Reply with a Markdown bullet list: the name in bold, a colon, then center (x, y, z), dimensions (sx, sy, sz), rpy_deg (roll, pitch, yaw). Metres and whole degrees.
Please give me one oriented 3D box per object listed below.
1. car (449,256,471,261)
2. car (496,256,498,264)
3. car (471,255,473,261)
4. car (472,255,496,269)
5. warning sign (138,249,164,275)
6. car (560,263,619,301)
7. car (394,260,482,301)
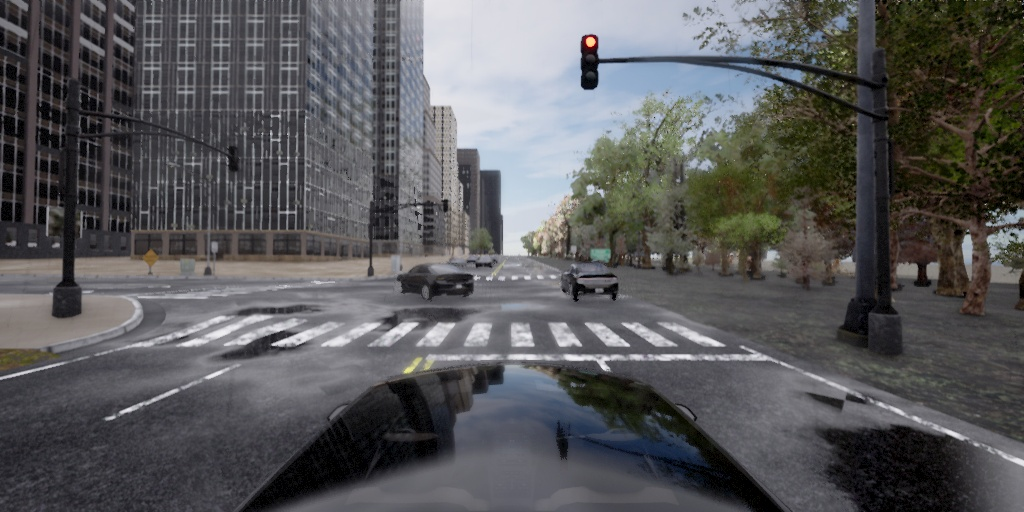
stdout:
- **car**: center (-6.581, 0.823, 43.447), dimensions (1.994, 1.385, 4.181), rpy_deg (0, 1, 0)
- **car**: center (-3.304, 0.666, 59.981), dimensions (1.895, 1.301, 4.718), rpy_deg (0, 1, 0)
- **car**: center (-6.548, 0.604, 60.688), dimensions (2.033, 1.411, 5.357), rpy_deg (0, 1, 1)
- **car**: center (-3.331, 0.733, 43.763), dimensions (1.882, 1.535, 5.008), rpy_deg (0, 1, 0)
- **warning sign**: center (-26.156, 0.433, 25.920), dimensions (1.060, 1.860, 1.300), rpy_deg (0, 0, -4)
- **car**: center (3.345, 1.063, 16.149), dimensions (2.128, 1.511, 4.902), rpy_deg (-1, 1, 0)
- **car**: center (-3.653, 1.071, 16.239), dimensions (1.882, 1.535, 5.008), rpy_deg (1, -1, -38)
